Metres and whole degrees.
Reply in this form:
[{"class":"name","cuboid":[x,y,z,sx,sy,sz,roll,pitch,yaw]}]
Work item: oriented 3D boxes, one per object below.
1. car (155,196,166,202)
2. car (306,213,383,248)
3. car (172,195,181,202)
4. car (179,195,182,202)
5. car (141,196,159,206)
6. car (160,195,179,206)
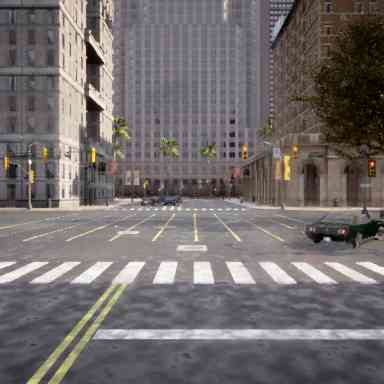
[{"class":"car","cuboid":[-6.941,1.553,73.543,1.994,1.385,4.181,0,0,1]},{"class":"car","cuboid":[7.060,1.601,14.971,4.718,1.301,1.895,0,0,-45]},{"class":"car","cuboid":[-3.424,1.500,75.310,1.837,1.490,4.892,0,0,1]},{"class":"car","cuboid":[-3.569,1.491,64.898,2.128,1.511,4.902,0,0,1]},{"class":"car","cuboid":[-7.134,1.491,54.290,2.128,1.511,4.902,0,0,0]},{"class":"car","cuboid":[-3.641,1.547,55.052,2.033,1.411,5.357,0,0,0]}]
